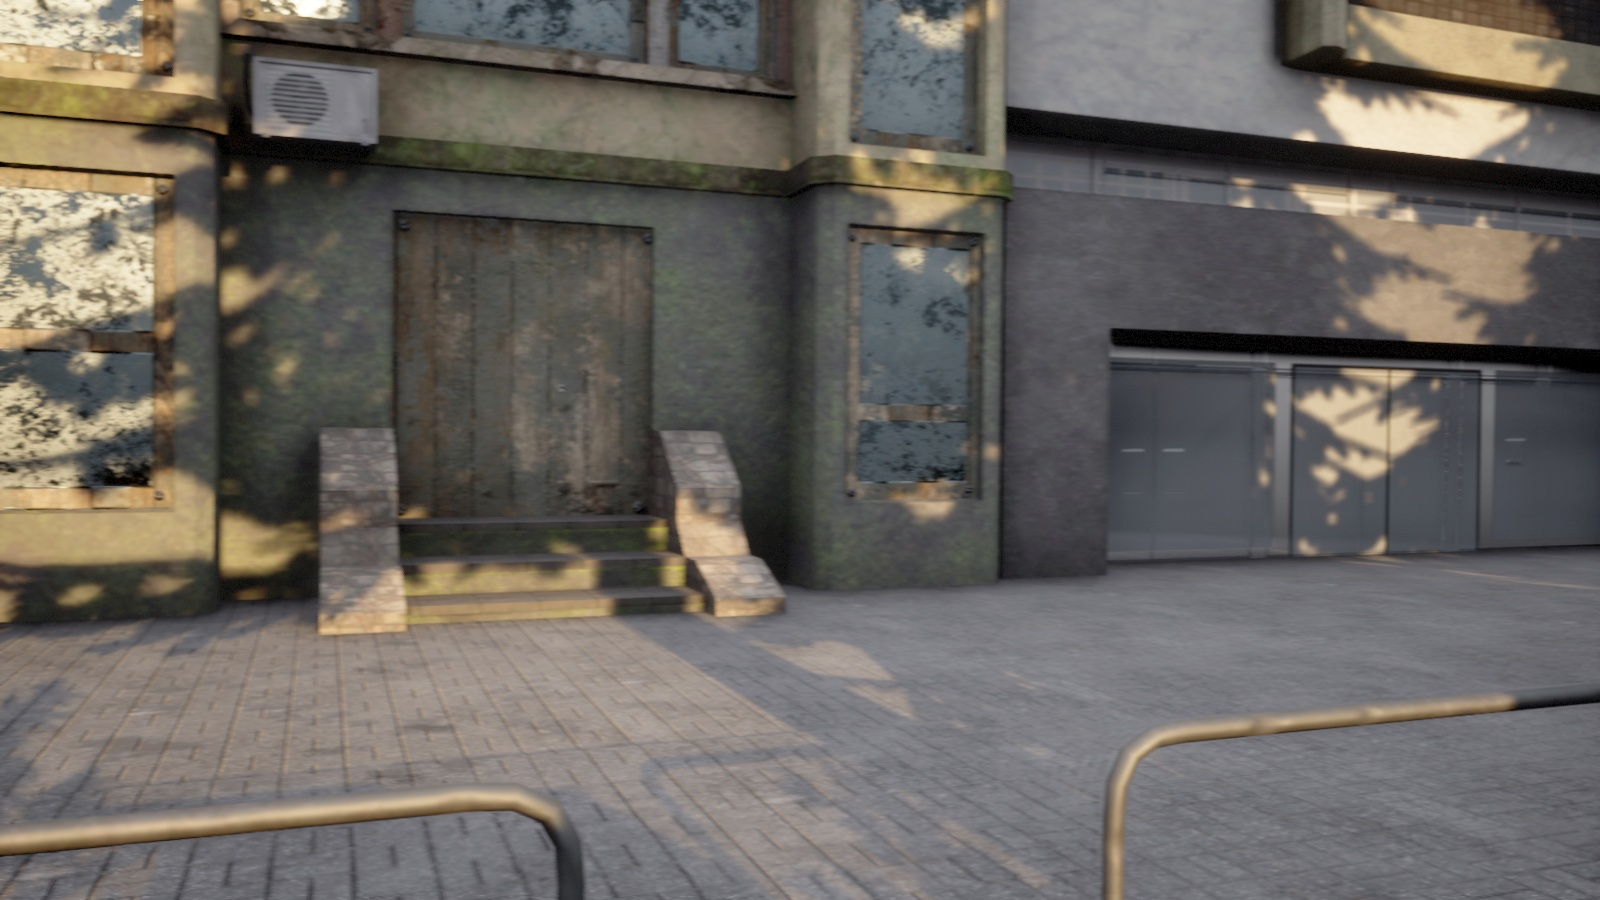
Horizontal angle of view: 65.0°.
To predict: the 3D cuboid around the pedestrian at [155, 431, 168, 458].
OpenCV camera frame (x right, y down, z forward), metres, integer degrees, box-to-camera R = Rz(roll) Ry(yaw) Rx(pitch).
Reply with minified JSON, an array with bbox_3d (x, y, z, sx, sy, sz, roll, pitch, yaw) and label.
[{"bbox_3d":[-43.552,-0.402,85.619,0.726,1.835,0.370,-1,1,-23],"label":"pedestrian"}]
